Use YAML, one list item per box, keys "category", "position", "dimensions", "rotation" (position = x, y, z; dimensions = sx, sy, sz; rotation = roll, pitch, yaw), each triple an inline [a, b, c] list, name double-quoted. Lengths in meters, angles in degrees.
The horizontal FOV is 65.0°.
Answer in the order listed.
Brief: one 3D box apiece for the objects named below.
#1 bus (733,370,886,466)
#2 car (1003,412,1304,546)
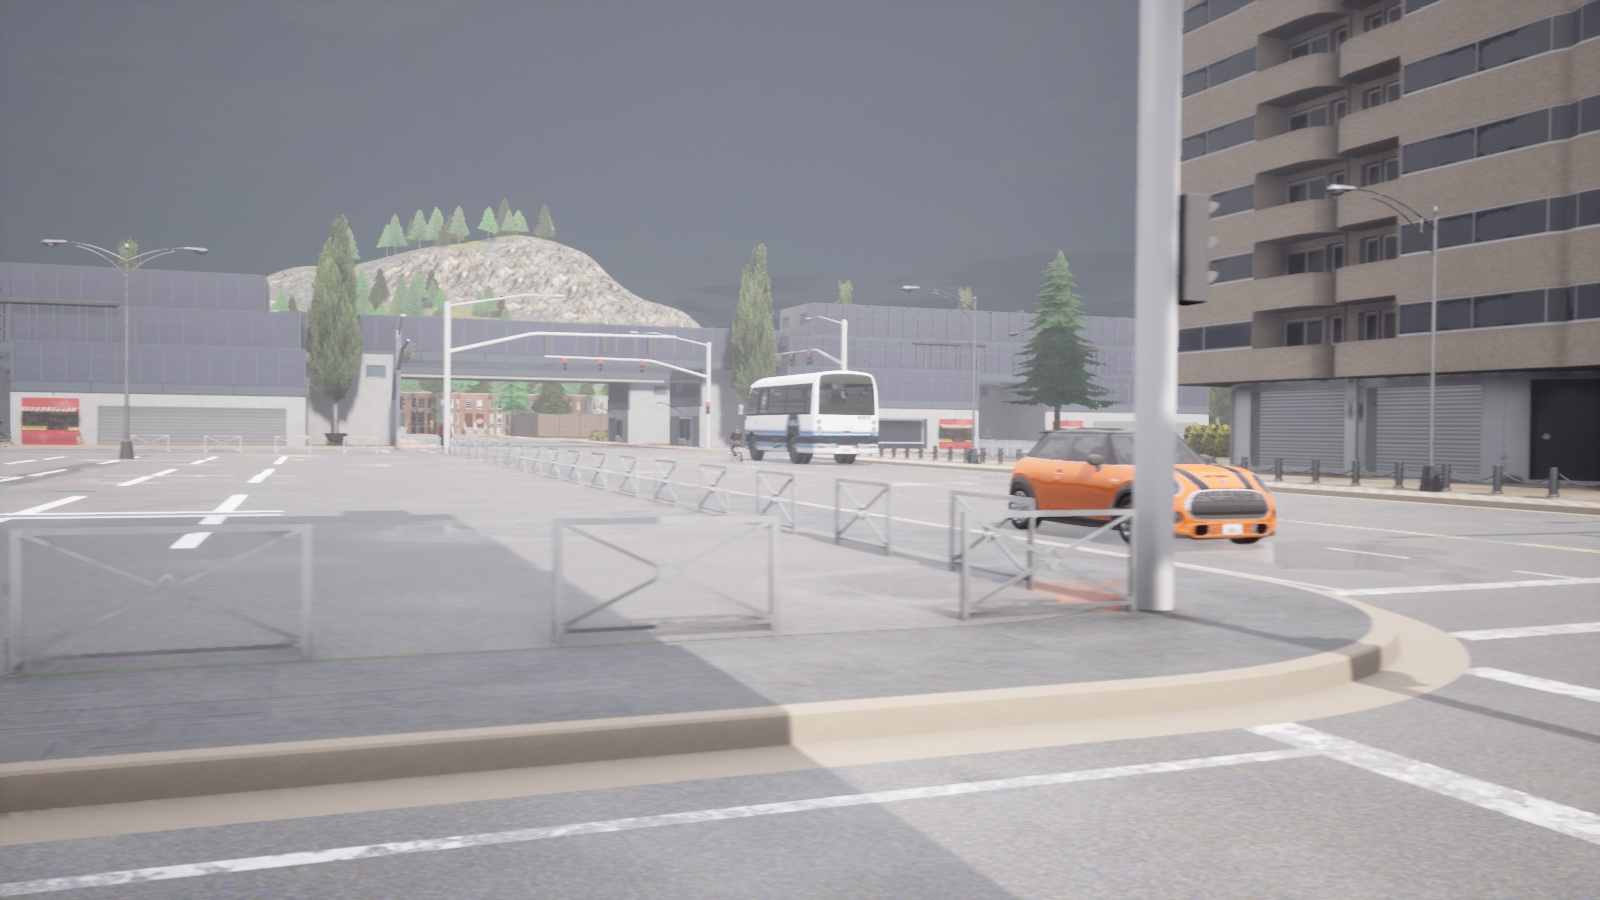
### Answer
- category: "bus"
  position: [0.217, -1.526, 61.195]
  dimensions: [3.944, 4.253, 10.273]
  rotation: [-1, 1, -21]
- category: "car"
  position: [5.186, 0.343, 19.165]
  dimensions: [2.097, 1.767, 4.553]
  rotation: [-1, 1, -21]
